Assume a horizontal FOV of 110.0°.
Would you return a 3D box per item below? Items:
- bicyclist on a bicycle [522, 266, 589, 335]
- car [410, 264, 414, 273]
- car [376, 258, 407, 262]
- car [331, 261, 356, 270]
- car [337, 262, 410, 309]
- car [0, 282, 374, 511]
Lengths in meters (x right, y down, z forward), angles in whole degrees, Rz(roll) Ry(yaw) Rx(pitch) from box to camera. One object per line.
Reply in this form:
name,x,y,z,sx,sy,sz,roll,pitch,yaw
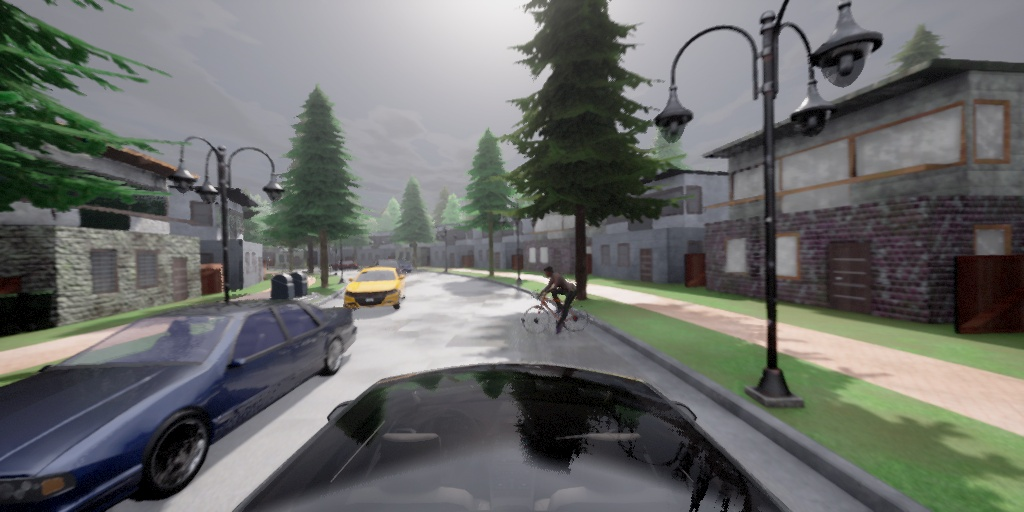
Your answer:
bicyclist on a bicycle,1.048,1.063,8.627,1.656,1.620,0.582,-1,0,-7
car,-12.247,1.143,38.545,2.033,1.411,5.357,-2,1,-36
car,-8.401,1.030,24.106,2.097,1.767,4.553,-2,1,-23
car,-23.654,1.312,50.616,4.718,1.301,1.895,-1,1,40
car,-5.383,1.199,14.580,1.882,1.535,5.008,-1,1,-13
car,-3.843,1.349,4.737,2.033,1.411,5.357,-1,1,-2
